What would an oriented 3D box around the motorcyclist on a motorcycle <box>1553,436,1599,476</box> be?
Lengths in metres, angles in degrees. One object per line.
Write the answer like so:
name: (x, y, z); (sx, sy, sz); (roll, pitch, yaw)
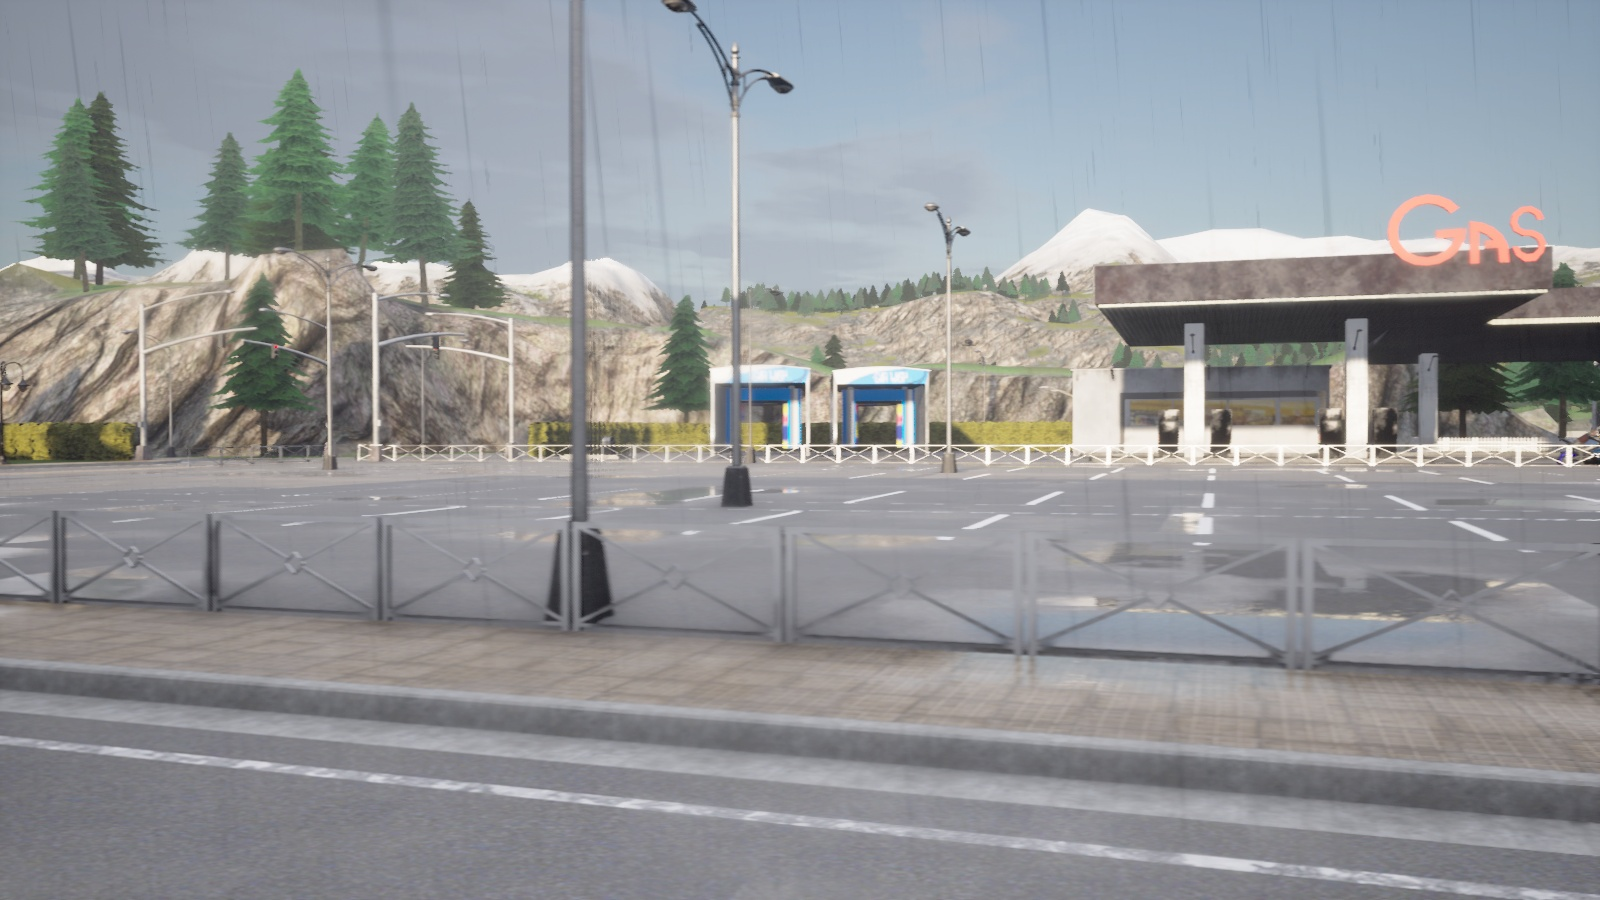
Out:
motorcyclist on a motorcycle: (30.466, 0.214, 48.519); (2.191, 1.530, 0.866); (1, 1, 19)
